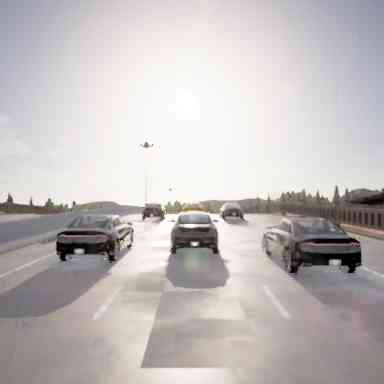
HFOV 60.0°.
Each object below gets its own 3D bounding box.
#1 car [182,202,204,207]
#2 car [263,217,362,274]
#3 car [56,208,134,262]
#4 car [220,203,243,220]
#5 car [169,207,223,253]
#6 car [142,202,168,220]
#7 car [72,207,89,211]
[{"bbox_3d":[0.099,1.715,31.712,1.882,1.535,5.008,0,-1,0],"label":"car"},{"bbox_3d":[3.599,1.570,10.793,2.128,1.511,4.902,0,0,0],"label":"car"},{"bbox_3d":[-3.401,1.582,12.447,2.128,1.511,4.902,0,0,0],"label":"car"},{"bbox_3d":[3.599,1.750,30.716,1.812,1.442,4.674,0,-1,0],"label":"car"},{"bbox_3d":[0.099,1.609,14.284,1.837,1.490,4.892,0,0,0],"label":"car"},{"bbox_3d":[-3.401,1.728,30.537,1.837,1.490,4.892,0,0,0],"label":"car"},{"bbox_3d":[-17.502,3.101,53.206,1.895,1.301,4.718,0,-6,0],"label":"car"}]
